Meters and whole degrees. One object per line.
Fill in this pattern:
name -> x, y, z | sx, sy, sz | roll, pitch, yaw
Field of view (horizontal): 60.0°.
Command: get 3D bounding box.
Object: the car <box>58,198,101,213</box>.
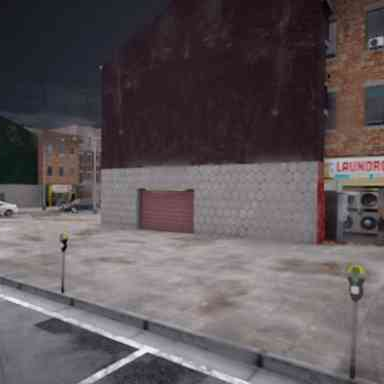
car -> -12.676, 1.503, 37.707 | 1.837, 1.490, 4.892 | 1, 0, 36

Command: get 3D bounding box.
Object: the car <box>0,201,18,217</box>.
car -> -18.204, 1.559, 29.990 | 1.812, 1.442, 4.674 | 1, 1, 34
